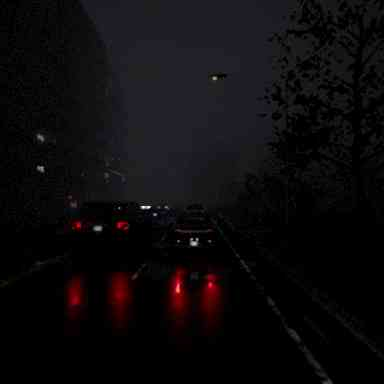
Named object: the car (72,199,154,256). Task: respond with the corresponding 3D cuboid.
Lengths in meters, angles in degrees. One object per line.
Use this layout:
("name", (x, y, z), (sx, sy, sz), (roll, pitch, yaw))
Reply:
("car", (-3.152, 1.349, 13.929), (2.150, 2.045, 5.566), (0, 0, 1))

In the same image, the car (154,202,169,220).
("car", (-2.998, 1.845, 29.176), (1.994, 1.385, 4.181), (0, -1, 1))

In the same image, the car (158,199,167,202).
("car", (-6.268, 2.213, 71.007), (1.812, 1.442, 4.674), (0, -1, -1))

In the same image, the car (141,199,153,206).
("car", (-9.516, 2.214, 70.887), (2.128, 1.511, 4.902), (0, -1, -1))

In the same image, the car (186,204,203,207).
("car", (0.255, 1.762, 29.358), (1.882, 1.535, 5.008), (0, 0, 1))

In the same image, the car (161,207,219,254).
("car", (0.103, 1.629, 14.183), (2.128, 1.511, 4.902), (0, 0, 1))

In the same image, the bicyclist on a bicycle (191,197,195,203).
("bicyclist on a bicycle", (0.408, 2.247, 89.810), (0.659, 1.776, 1.843), (0, 0, -3))
